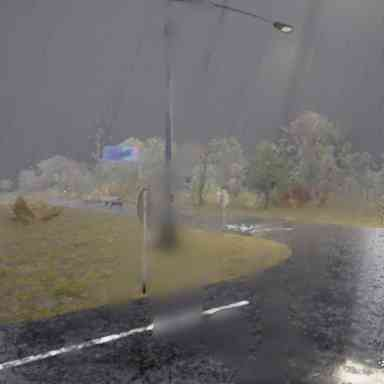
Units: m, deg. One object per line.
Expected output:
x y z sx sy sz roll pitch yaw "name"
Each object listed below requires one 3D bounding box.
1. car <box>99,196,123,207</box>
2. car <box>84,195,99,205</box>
-12.201 1.464 51.262 1.837 1.490 4.892 0 0 -33 "car"
-17.883 1.294 59.743 2.097 1.767 4.553 0 0 -34 "car"
